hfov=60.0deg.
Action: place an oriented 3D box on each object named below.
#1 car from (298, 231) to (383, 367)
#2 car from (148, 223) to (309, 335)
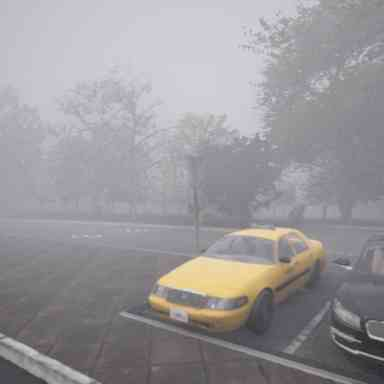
[{"bbox_3d":[3.727,1.462,5.620,2.231,1.521,4.892,0,0,36],"label":"car"},{"bbox_3d":[1.362,1.469,7.073,1.946,1.575,5.366,0,0,36],"label":"car"}]
